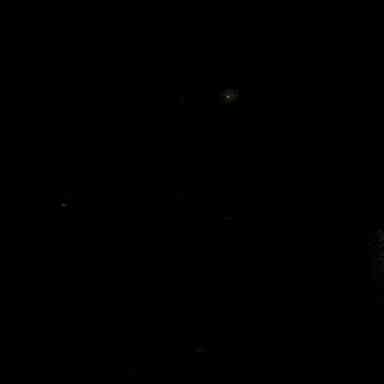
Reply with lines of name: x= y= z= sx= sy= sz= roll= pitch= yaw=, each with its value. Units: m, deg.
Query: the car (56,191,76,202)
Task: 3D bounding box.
car: x=-18.756 y=0.670 z=49.519 sx=1.882 sy=1.535 sz=5.008 roll=-1 pitch=2 yaw=-36
